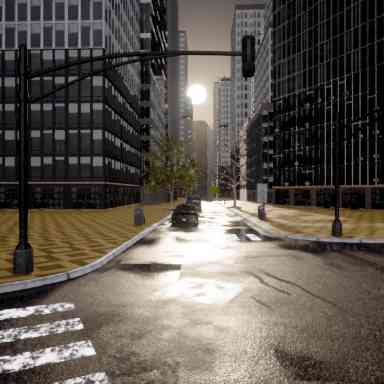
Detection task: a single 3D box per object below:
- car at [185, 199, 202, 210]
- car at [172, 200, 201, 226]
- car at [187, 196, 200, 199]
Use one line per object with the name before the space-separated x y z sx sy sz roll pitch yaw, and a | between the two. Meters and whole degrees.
car | -0.114 1.777 35.644 1.812 1.442 4.674 0 0 2
car | -0.462 1.654 25.431 1.882 1.535 5.008 0 0 2
car | 0.245 1.554 46.298 2.150 2.045 5.566 0 0 2
